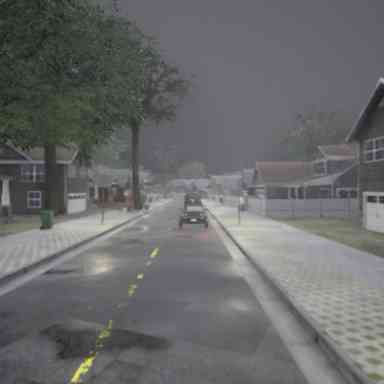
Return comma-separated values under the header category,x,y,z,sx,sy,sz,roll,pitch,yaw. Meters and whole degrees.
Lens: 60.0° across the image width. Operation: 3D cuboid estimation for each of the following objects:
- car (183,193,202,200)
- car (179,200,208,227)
category,x,y,z,sx,sy,sz,roll,pitch,yaw
car,0.108,1.202,42.474,2.150,2.045,5.566,0,0,0
car,0.103,1.519,22.308,1.812,1.442,4.674,0,0,0
